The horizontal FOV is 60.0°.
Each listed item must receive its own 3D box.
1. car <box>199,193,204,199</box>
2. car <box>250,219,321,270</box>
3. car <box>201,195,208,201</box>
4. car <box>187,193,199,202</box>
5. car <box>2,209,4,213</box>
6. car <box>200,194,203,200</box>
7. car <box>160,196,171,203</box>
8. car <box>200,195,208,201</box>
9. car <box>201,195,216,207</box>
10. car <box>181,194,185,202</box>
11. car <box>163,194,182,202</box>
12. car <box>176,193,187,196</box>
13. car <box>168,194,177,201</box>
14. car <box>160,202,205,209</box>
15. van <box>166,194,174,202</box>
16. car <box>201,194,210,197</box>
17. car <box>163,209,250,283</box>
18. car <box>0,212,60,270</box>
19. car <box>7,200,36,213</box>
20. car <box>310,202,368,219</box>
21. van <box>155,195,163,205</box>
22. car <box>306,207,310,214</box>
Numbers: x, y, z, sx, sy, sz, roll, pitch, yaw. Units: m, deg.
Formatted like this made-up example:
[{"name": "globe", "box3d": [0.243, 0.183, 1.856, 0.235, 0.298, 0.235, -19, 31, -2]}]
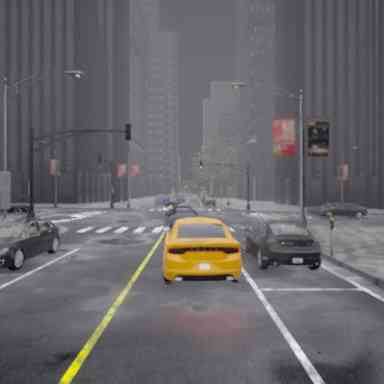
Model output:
[{"name": "car", "box3d": [3.061, 1.361, 69.578, 2.192, 1.841, 5.009, 0, 0, 0]}, {"name": "car", "box3d": [2.757, 1.556, 10.857, 2.008, 1.369, 4.403, 0, 0, 0]}, {"name": "car", "box3d": [3.202, 1.587, 86.288, 1.752, 1.417, 4.829, 0, 0, 0]}, {"name": "car", "box3d": [0.390, 1.534, 80.639, 1.882, 1.535, 5.008, 0, 0, 0]}, {"name": "car", "box3d": [-18.125, 1.214, 26.374, 4.892, 1.490, 1.837, 1, 0, 0]}, {"name": "car", "box3d": [3.014, 1.592, 64.066, 2.008, 1.369, 4.403, 0, 0, 0]}, {"name": "car", "box3d": [-5.465, 1.612, 69.647, 1.947, 1.339, 4.313, 0, 0, 0]}, {"name": "car", "box3d": [3.247, 1.507, 91.630, 1.967, 1.590, 4.097, 0, 0, 0]}, {"name": "car", "box3d": [2.920, 1.583, 53.040, 2.008, 1.369, 4.403, 0, 0, 0]}, {"name": "car", "box3d": [-2.825, 1.530, 60.274, 2.128, 1.511, 4.902, 0, 0, 1]}, {"name": "car", "box3d": [-2.932, 1.508, 50.699, 1.882, 1.535, 5.008, 0, 0, 1]}, {"name": "car", "box3d": [-2.693, 1.273, 70.871, 2.150, 2.045, 5.566, 0, 0, 0]}, {"name": "car", "box3d": [-5.278, 1.382, 91.697, 2.192, 1.841, 5.009, 0, 0, 0]}, {"name": "car", "box3d": [-0.713, 1.575, 21.443, 1.994, 1.385, 4.181, 0, 0, -10]}, {"name": "van", "box3d": [-5.371, 1.397, 80.672, 1.690, 1.788, 3.998, 0, 0, 0]}, {"name": "car", "box3d": [2.968, 1.563, 58.723, 1.752, 1.417, 4.829, 0, 0, 0]}, {"name": "car", "box3d": [0.174, 1.482, 9.767, 1.882, 1.535, 5.008, 0, 0, -3]}, {"name": "car", "box3d": [-5.768, 1.556, 10.855, 2.008, 1.369, 4.403, 0, 0, 0]}, {"name": "car", "box3d": [-16.560, 1.345, 29.628, 4.718, 1.301, 1.895, 1, 0, 0]}, {"name": "car", "box3d": [14.736, 1.822, 32.983, 4.892, 1.490, 1.837, 1, 0, 1]}, {"name": "van", "box3d": [-5.558, 1.378, 58.623, 1.690, 1.788, 3.998, 0, 0, 0]}, {"name": "car", "box3d": [14.885, 1.853, 36.243, 4.674, 1.442, 1.812, 1, 0, 2]}]
